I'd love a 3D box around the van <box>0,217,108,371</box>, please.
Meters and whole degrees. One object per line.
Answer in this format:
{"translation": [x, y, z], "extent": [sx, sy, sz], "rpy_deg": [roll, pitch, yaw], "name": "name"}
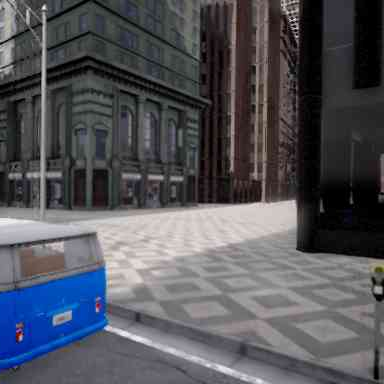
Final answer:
{"translation": [-3.123, 1.327, 5.221], "extent": [3.998, 1.788, 1.690], "rpy_deg": [0, 1, 36], "name": "van"}
